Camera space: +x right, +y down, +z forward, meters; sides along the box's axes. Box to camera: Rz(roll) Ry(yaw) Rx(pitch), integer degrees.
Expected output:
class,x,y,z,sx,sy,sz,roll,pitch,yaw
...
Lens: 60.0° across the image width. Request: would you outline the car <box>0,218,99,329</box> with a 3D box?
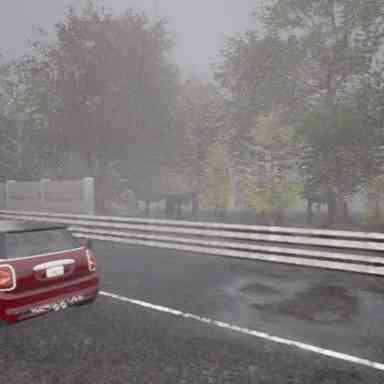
class,x,y,z,sx,sy,sz,roll,pitch,yaw
car,-4.017,1.351,6.771,4.553,1.767,2.097,0,0,35
